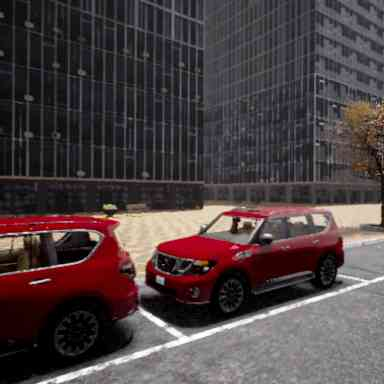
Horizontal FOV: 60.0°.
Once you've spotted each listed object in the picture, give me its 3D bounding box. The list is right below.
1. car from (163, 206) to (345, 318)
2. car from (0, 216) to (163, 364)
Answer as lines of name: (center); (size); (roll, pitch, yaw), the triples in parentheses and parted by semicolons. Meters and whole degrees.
car: (1.469, 1.300, 7.586); (5.009, 1.841, 2.192); (0, 1, -35)
car: (-3.135, 1.312, 4.318); (5.009, 1.841, 2.192); (0, 1, -35)
